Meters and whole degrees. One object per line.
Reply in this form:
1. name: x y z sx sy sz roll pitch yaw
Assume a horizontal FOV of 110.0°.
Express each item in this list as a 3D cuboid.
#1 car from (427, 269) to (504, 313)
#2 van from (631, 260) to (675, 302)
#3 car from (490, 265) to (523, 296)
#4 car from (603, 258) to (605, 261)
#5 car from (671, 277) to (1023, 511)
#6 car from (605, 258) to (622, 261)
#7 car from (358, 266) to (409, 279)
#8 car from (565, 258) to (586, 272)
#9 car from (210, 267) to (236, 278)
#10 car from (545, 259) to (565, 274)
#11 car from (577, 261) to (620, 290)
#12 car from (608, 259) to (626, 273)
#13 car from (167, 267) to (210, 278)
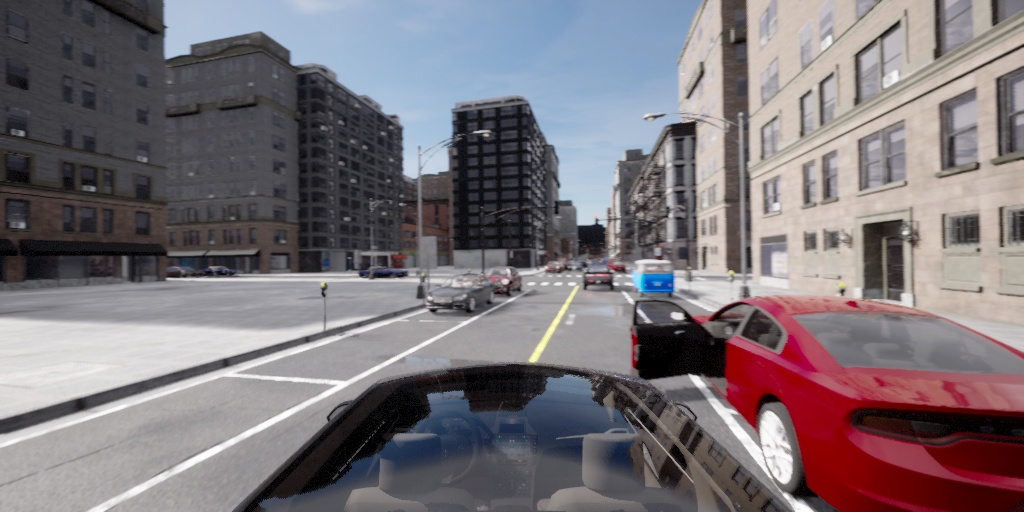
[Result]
1. car: -1.936 1.423 14.657 2.007 1.370 4.403 0 0 13
2. van: 7.160 1.095 18.385 1.690 1.789 3.998 0 0 13
3. car: -0.658 1.330 20.191 1.967 1.591 4.097 0 0 13
4. car: 16.863 1.434 60.388 1.888 1.381 4.507 0 0 13
5. car: 3.470 1.191 4.254 1.882 1.535 5.008 -1 0 13
6. car: 14.428 1.170 49.846 2.192 1.841 5.009 0 0 13
7. car: -12.654 1.683 35.517 4.718 1.301 1.895 -1 0 13
8. car: 8.882 1.438 50.211 2.128 1.511 4.902 -1 0 13
9. car: -36.682 1.982 44.072 4.718 1.301 1.895 -1 0 13
10. car: 5.393 1.415 46.381 1.967 1.591 4.097 0 0 13
11. car: 5.478 1.303 22.866 2.128 1.511 4.902 -1 0 13
12. car: 13.211 1.384 44.576 1.888 1.381 4.507 0 0 13
13. car: -38.366 1.931 41.486 5.357 1.411 2.033 -1 0 13
